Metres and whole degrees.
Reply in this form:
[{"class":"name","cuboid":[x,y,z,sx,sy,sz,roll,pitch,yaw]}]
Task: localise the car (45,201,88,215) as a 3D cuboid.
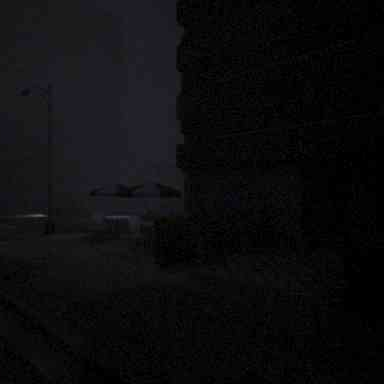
[{"class":"car","cuboid":[-12.981,1.586,34.495,1.994,1.385,4.181,0,0,45]}]
